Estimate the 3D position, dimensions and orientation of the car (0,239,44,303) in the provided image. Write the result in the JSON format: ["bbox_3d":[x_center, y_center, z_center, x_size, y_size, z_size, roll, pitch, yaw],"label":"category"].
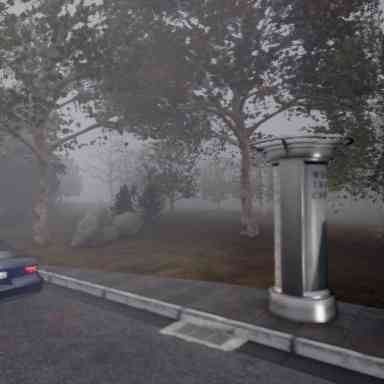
[{"bbox_3d":[-5.405,1.488,7.225,5.357,1.411,2.033,1,0,35],"label":"car"}]
